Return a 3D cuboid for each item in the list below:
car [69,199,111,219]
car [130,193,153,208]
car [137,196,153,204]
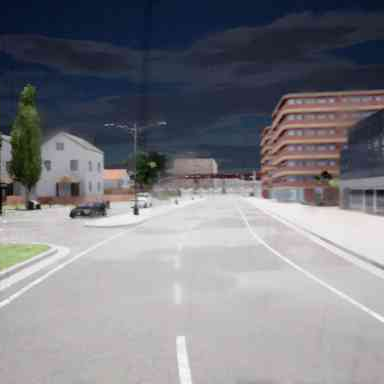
[{"bbox_3d":[-9.010,1.567,29.056,1.994,1.385,4.181,0,0,6],"label":"car"},{"bbox_3d":[-7.055,1.177,46.876,2.150,2.045,5.566,0,0,6],"label":"car"},{"bbox_3d":[-8.775,1.444,62.605,1.837,1.490,4.892,0,0,6],"label":"car"}]
